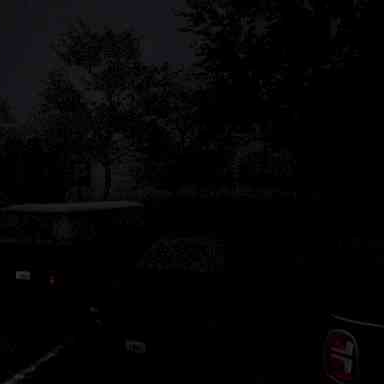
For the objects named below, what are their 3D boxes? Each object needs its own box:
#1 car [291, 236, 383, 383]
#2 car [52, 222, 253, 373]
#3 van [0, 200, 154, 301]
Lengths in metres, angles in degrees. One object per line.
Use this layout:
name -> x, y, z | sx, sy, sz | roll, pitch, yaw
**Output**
car -> 2.437, 1.357, 4.332 | 2.185, 1.767, 4.553 | 0, 0, 15
car -> 0.032, 1.459, 6.081 | 2.097, 1.535, 5.008 | 1, 0, 15
van -> -2.381, 1.212, 7.899 | 1.878, 1.987, 4.442 | 0, 0, 15
